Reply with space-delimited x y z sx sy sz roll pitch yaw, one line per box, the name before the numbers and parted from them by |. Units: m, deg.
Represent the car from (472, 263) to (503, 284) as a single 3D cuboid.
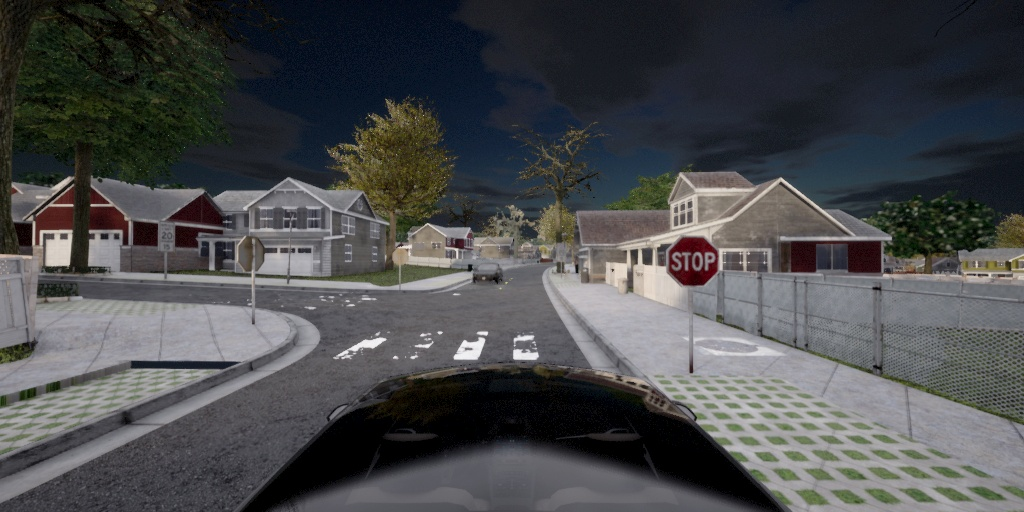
car | -1.754 1.267 27.201 1.882 1.535 5.008 0 0 4
